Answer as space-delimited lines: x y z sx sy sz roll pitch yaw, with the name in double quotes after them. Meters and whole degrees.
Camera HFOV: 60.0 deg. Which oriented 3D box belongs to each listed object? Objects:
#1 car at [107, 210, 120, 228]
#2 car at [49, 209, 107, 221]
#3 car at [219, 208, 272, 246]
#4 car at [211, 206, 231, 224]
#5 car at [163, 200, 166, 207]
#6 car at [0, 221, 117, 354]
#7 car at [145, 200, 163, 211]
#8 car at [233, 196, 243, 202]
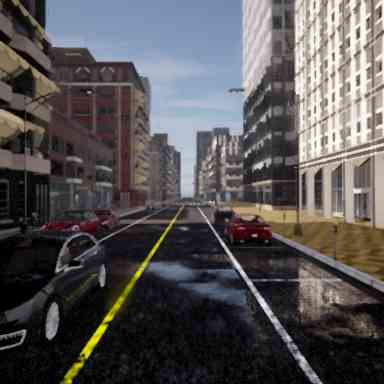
-5.795 1.812 21.745 1.802 1.307 4.206 0 -1 0 "car"
-5.766 1.613 16.098 1.967 1.590 4.097 0 -1 0 "car"
2.615 1.704 16.140 1.887 1.381 4.507 0 -1 0 "car"
2.556 1.825 27.437 2.008 1.369 4.403 0 -1 0 "car"
-5.969 2.135 55.634 2.008 1.369 4.403 0 -1 0 "car"
-3.019 1.577 6.543 1.837 1.490 4.892 0 -1 0 "car"
-5.941 2.075 49.986 2.008 1.369 4.403 0 -1 0 "car"
14.245 1.931 88.621 5.009 1.841 2.192 -1 1 -1 "car"
